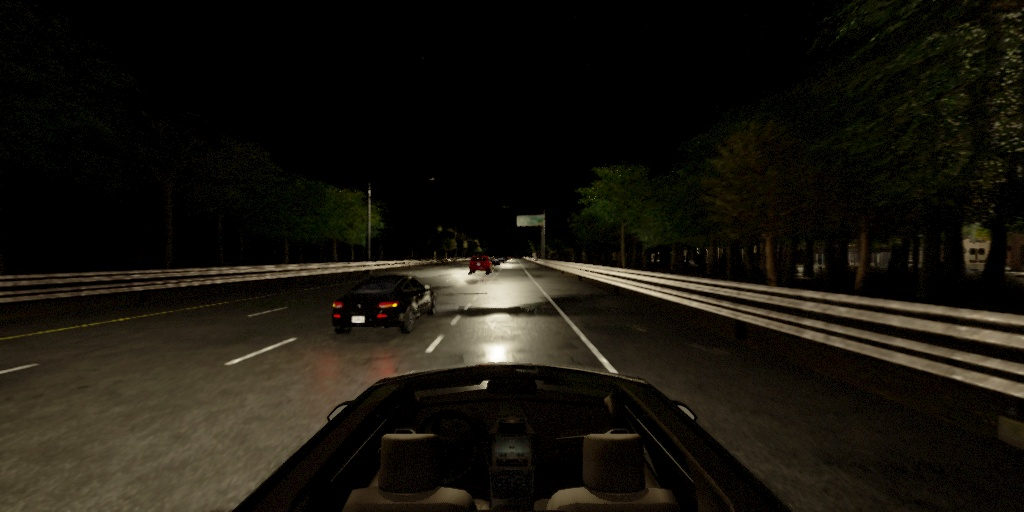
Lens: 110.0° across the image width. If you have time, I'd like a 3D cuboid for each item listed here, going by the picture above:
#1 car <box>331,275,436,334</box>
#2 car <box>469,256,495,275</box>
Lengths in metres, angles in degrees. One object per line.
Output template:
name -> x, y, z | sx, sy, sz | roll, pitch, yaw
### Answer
car -> -3.501, 1.277, 10.474 | 1.812, 1.442, 4.674 | 0, 0, 0
car -> -3.445, 0.979, 39.695 | 2.150, 2.045, 5.566 | 0, 0, 0
